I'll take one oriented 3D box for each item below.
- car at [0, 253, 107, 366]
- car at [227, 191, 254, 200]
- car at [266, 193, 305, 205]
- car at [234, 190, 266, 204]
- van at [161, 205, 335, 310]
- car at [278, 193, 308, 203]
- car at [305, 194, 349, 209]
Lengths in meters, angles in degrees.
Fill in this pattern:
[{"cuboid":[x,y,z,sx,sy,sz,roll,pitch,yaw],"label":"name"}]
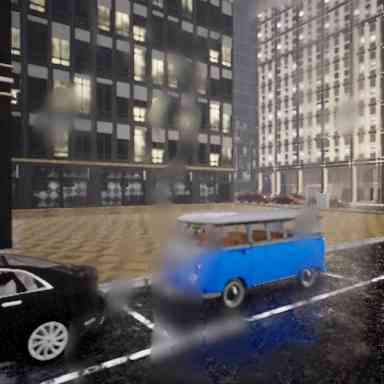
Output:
[{"cuboid":[-3.319,1.552,4.192,4.403,1.369,2.008,0,0,-35],"label":"car"},{"cuboid":[8.574,0.566,59.339,1.752,1.417,4.829,1,1,-36],"label":"car"},{"cuboid":[11.639,0.990,40.673,1.802,1.307,4.206,1,0,-36],"label":"car"},{"cuboid":[8.398,0.616,45.202,2.192,1.841,5.009,1,0,-36],"label":"car"},{"cuboid":[1.279,1.322,7.471,3.998,1.788,1.690,0,0,-35],"label":"van"},{"cuboid":[15.168,0.841,50.134,1.802,1.307,4.206,1,1,-36],"label":"car"},{"cuboid":[14.889,0.956,36.141,1.967,1.590,4.097,1,0,-36],"label":"car"}]
